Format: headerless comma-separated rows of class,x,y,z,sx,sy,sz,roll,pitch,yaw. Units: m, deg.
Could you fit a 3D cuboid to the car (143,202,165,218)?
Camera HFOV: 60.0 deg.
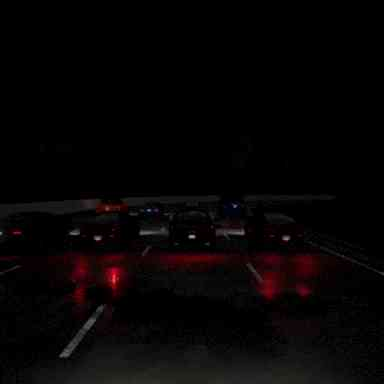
car,-3.500,1.563,29.650,2.033,1.411,5.357,0,0,0

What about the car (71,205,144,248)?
car,-3.500,1.533,14.650,1.812,1.442,4.674,0,0,0

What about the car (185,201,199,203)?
car,0.000,1.533,29.650,1.812,1.442,4.674,0,0,0

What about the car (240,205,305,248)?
car,3.500,1.533,14.650,1.812,1.442,4.674,0,0,0

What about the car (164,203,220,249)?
car,0.000,1.485,14.650,1.882,1.535,5.008,0,0,0

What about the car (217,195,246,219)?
car,3.500,1.258,29.680,2.150,2.045,5.566,0,0,0

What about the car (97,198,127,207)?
car,-7.000,1.366,29.620,2.097,1.767,4.553,0,0,0

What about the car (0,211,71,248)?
car,-7.000,1.563,14.650,2.033,1.411,5.357,0,0,0
